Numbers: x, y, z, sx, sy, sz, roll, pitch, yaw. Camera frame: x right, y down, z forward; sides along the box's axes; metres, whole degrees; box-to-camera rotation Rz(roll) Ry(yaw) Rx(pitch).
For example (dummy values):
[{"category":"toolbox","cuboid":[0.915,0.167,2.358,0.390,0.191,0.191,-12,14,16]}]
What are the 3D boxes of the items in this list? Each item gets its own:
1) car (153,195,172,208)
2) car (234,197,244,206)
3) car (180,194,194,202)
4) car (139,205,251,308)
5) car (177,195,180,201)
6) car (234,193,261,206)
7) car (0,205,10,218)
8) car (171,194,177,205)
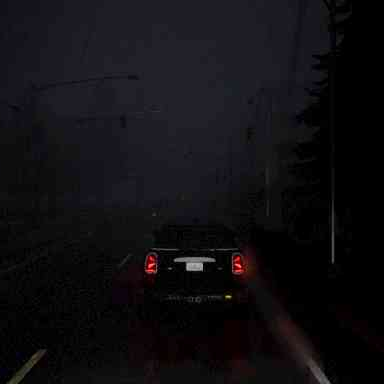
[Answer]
[{"category":"car","cuboid":[-3.983,1.501,43.645,1.812,1.442,4.674,0,0,0]},{"category":"car","cuboid":[8.919,1.149,48.783,4.605,1.855,1.932,0,0,-1]},{"category":"car","cuboid":[-0.835,1.563,73.433,1.895,1.301,4.718,0,0,-7]},{"category":"car","cuboid":[0.072,1.353,8.069,2.097,1.767,4.553,0,0,1]},{"category":"car","cuboid":[-4.222,1.333,71.915,2.097,1.767,4.553,0,0,-1]},{"category":"car","cuboid":[8.508,1.152,51.293,3.866,1.878,1.905,0,0,-1]},{"category":"car","cuboid":[-17.540,1.551,27.738,4.181,1.385,1.994,0,0,1]},{"category":"car","cuboid":[-4.061,1.477,56.616,1.837,1.490,4.892,0,1,0]}]
